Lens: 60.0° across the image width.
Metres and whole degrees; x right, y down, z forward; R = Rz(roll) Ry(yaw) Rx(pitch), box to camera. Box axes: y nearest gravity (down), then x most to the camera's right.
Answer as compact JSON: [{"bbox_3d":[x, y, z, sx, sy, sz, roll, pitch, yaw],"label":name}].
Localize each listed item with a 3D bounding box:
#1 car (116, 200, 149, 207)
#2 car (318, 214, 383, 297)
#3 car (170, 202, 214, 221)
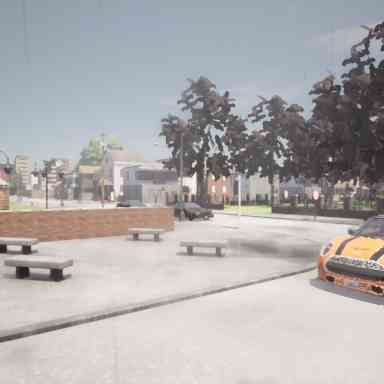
[{"bbox_3d":[-6.526,1.547,36.166,2.033,1.411,5.357,0,0,-35],"label":"car"},{"bbox_3d":[5.193,1.352,8.312,4.553,1.767,2.097,0,0,-36],"label":"car"},{"bbox_3d":[-0.451,1.547,27.588,2.033,1.411,5.357,0,0,-35],"label":"car"}]
